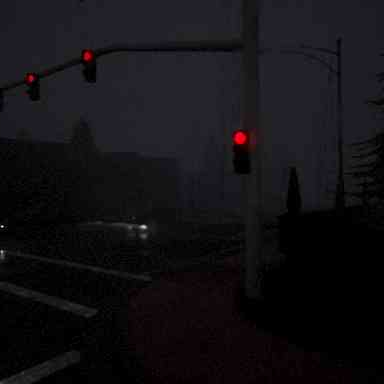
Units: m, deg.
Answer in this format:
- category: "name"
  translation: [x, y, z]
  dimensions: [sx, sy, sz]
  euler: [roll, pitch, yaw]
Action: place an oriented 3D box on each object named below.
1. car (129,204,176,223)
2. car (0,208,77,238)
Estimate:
- category: "car"
  translation: [-3.220, 1.774, 28.117]
  dimensions: [1.812, 1.442, 4.674]
  euler: [-1, -1, 36]
- category: "car"
  translation: [-9.212, 1.753, 19.725]
  dimensions: [1.837, 1.490, 4.892]
  euler: [-1, -1, 35]
